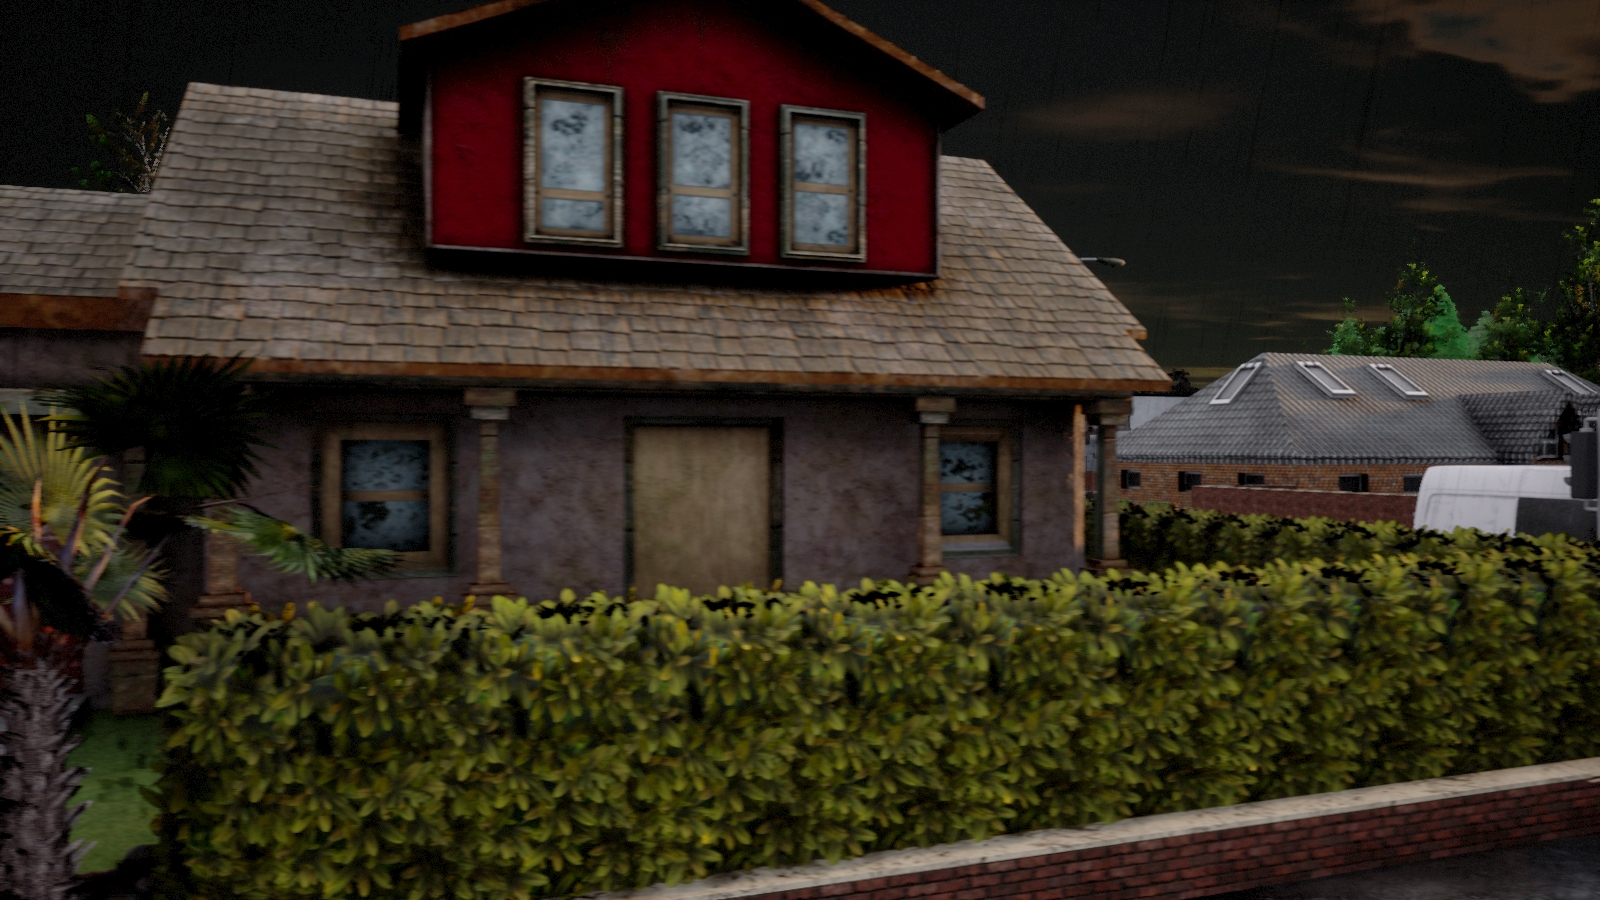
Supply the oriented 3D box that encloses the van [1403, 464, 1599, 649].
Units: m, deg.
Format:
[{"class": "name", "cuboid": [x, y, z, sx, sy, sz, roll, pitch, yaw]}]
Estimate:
[{"class": "van", "cuboid": [12.095, 1.531, 16.784, 1.988, 2.561, 5.915, 0, 0, -20]}]
